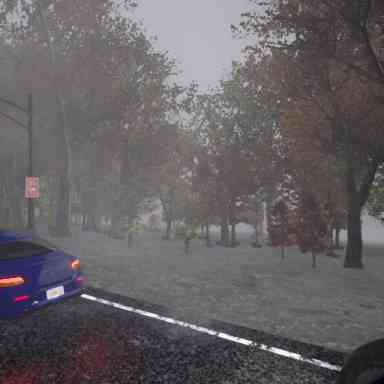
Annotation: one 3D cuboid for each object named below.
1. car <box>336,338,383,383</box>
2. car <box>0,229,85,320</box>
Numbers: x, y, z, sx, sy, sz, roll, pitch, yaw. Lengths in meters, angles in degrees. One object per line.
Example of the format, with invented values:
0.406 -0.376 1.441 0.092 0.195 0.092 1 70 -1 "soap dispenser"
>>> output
3.202 1.472 1.462 4.892 1.490 1.837 -2 1 34 "car"
-4.095 1.490 6.567 4.674 1.442 1.812 -2 2 34 "car"
